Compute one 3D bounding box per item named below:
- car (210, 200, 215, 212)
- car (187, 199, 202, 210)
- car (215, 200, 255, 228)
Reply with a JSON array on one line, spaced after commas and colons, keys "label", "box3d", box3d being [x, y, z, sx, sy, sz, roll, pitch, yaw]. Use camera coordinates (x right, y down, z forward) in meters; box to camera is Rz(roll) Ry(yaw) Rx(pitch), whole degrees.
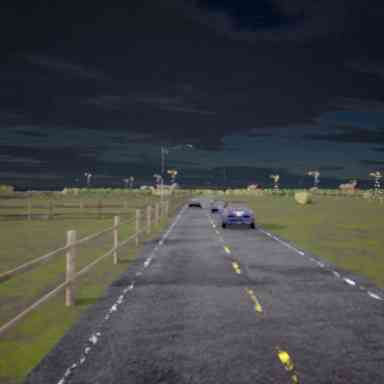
[{"label": "car", "box3d": [3.097, 1.584, 37.971, 1.994, 1.385, 4.181, 1, 0, 1]}, {"label": "car", "box3d": [0.369, 1.569, 43.174, 1.895, 1.301, 4.718, 1, 0, 1]}, {"label": "car", "box3d": [2.908, 1.384, 22.506, 2.097, 1.767, 4.553, 1, 0, 1]}]
